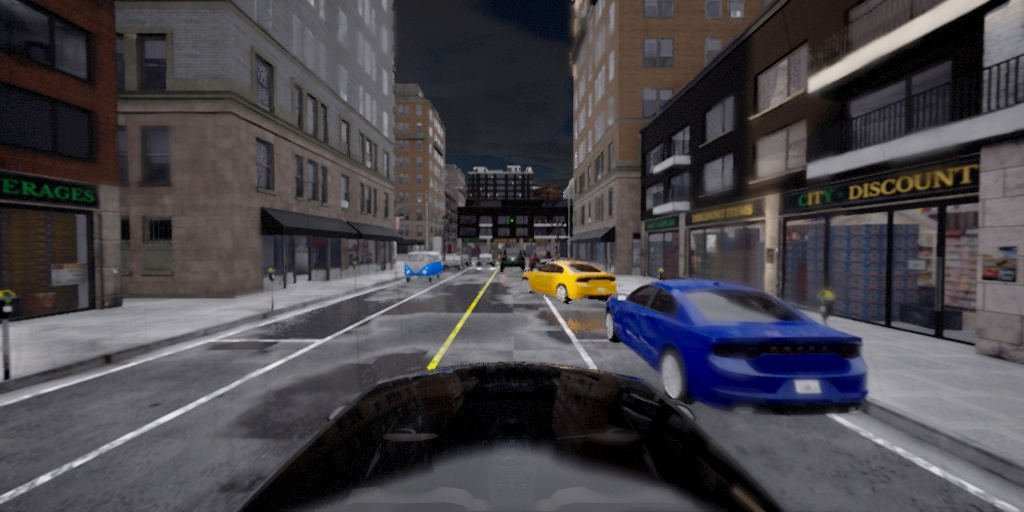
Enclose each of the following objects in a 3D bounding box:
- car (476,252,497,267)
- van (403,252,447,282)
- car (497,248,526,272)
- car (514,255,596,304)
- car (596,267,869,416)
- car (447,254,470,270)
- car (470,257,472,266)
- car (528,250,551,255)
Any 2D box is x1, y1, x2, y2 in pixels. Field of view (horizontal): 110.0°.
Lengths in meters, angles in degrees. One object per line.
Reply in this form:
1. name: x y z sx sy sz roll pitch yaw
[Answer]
1. car: -2.784 0.422 38.568 1.812 1.442 4.674 0 1 1
2. van: -5.382 0.619 22.091 1.690 1.789 3.998 0 0 0
3. car: 0.077 0.276 31.852 2.150 2.045 5.566 0 2 0
4. car: 2.085 0.929 14.606 1.882 1.535 5.008 0 2 -23
5. car: 3.016 1.125 6.124 1.882 1.535 5.008 0 1 0
6. car: -5.379 0.566 33.411 2.007 1.370 4.403 0 0 0
7. car: -5.378 0.451 39.072 1.948 1.339 4.313 0 0 0
8. car: 2.646 0.331 33.409 2.192 1.841 5.009 0 0 0
